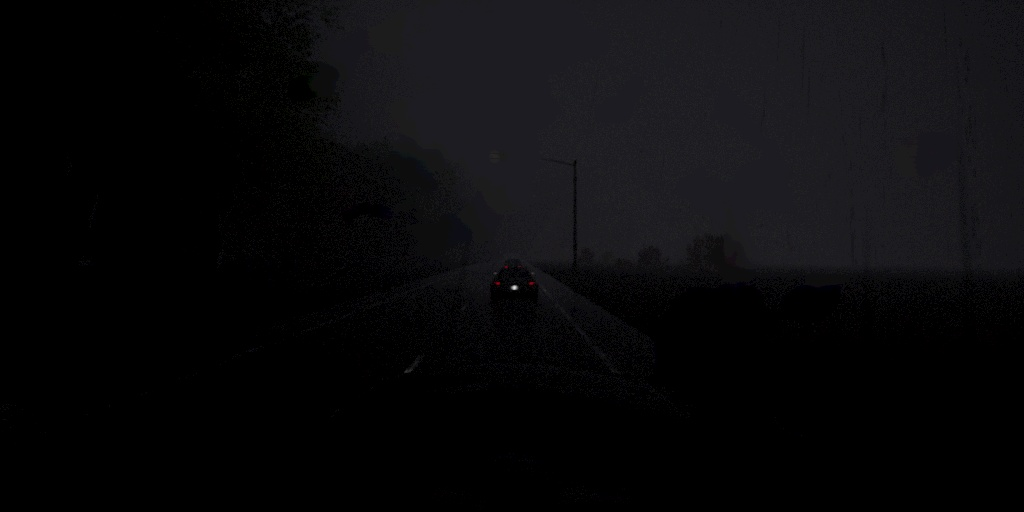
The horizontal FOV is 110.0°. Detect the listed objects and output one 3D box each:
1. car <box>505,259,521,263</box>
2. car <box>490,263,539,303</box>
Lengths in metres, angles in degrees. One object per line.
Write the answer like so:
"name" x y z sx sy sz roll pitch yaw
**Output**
"car" 0.092 0.965 33.750 2.033 1.411 5.357 0 1 0
"car" 0.095 1.168 15.763 1.994 1.385 4.181 0 1 0
